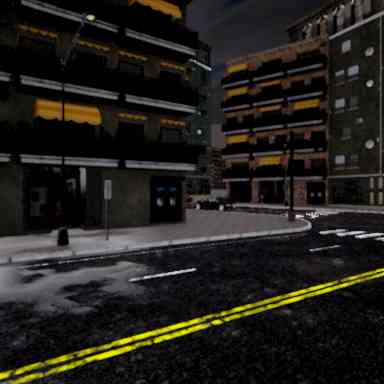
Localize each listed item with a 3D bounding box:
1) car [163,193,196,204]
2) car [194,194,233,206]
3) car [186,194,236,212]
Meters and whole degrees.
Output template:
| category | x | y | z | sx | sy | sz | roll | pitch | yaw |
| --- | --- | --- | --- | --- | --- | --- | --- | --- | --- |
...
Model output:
| category | x | y | z | sx | sy | sz | roll | pitch | yaw |
| --- | --- | --- | --- | --- | --- | --- | --- | --- | --- |
| car | -1.731 | 0.906 | 44.464 | 4.206 | 1.307 | 1.802 | 1 | 0 | 37 |
| car | 2.688 | 0.983 | 41.147 | 4.403 | 1.369 | 2.008 | 1 | 0 | 37 |
| car | 2.051 | 1.093 | 31.149 | 4.403 | 1.369 | 2.008 | 1 | 0 | 37 |
